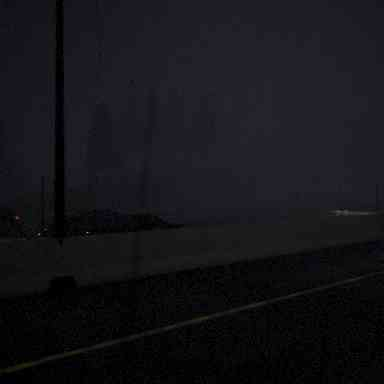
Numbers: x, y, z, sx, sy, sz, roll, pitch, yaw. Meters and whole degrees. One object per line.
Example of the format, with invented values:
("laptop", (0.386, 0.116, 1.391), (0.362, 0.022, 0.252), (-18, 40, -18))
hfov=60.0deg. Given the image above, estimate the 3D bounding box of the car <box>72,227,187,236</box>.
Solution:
("car", (-2.660, 1.661, 14.687), (4.718, 1.301, 1.895), (0, 0, -34))
